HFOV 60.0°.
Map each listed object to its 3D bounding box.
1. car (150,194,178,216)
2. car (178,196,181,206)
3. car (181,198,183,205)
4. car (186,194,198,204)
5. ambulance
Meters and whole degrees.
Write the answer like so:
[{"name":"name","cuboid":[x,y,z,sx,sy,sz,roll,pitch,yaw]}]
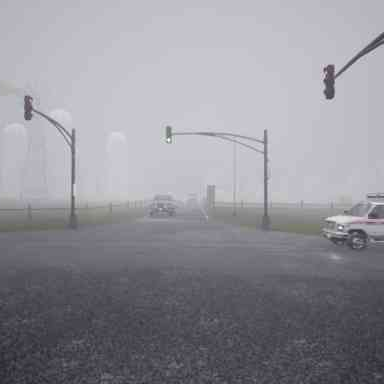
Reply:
[{"name":"car","cuboid":[-2.862,1.256,33.285,2.150,2.045,5.566,0,0,0]},{"name":"car","cuboid":[-2.835,1.576,45.388,1.812,1.442,4.674,0,0,1]},{"name":"car","cuboid":[-2.780,1.553,62.165,1.882,1.535,5.008,0,0,1]},{"name":"car","cuboid":[0.018,1.581,63.178,1.837,1.490,4.892,0,0,0]},{"name":"ambulance","cuboid":[9.076,1.217,14.302,6.366,2.431,2.351,1,-1,0]}]
